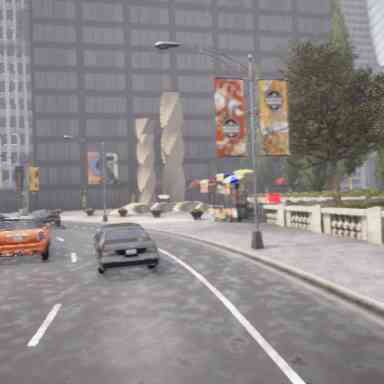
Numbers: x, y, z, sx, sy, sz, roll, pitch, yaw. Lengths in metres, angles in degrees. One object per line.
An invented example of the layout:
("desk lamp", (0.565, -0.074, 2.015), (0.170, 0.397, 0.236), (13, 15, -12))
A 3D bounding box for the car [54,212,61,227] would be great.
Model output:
("car", (-13.224, 2.375, 29.316), (1.837, 1.490, 4.892), (-1, -1, -44))

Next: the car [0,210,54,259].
("car", (-7.205, 1.802, 14.201), (2.097, 1.767, 4.553), (-2, -1, -22))

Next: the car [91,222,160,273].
("car", (-2.490, 1.791, 11.781), (2.033, 1.411, 5.357), (-2, -1, -18))
